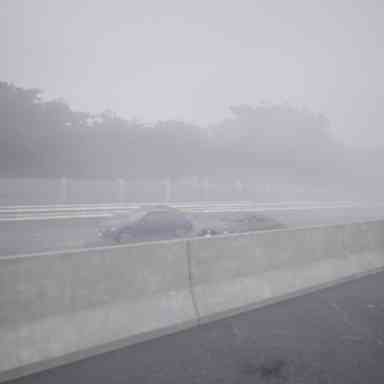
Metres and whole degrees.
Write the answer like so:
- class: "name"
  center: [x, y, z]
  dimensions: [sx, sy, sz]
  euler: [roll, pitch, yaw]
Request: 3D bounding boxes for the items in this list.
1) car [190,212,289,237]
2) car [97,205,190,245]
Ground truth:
- class: "car"
  center: [2.291, 1.564, 14.302]
  dimensions: [4.181, 1.385, 1.994]
  euler: [0, 0, -36]
- class: "car"
  center: [-2.037, 1.527, 15.485]
  dimensions: [4.674, 1.442, 1.812]
  euler: [0, 0, -36]
